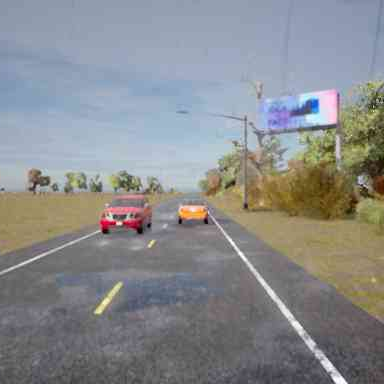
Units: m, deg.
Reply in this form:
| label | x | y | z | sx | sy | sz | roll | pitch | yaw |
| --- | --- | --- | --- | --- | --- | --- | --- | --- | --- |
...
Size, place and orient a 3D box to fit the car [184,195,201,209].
| label | x | y | z | sx | sy | sz | roll | pitch | yaw |
| --- | --- | --- | --- | --- | --- | --- | --- | --- | --- |
| car | 0.105 | 1.263 | 43.343 | 2.097 | 1.767 | 4.553 | 0 | 0 | 0 |

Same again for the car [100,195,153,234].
| label | x | y | z | sx | sy | sz | roll | pitch | yaw |
| --- | --- | --- | --- | --- | --- | --- | --- | --- | --- |
| car | -3.577 | 1.181 | 19.124 | 2.150 | 2.045 | 5.566 | 0 | 0 | 0 |

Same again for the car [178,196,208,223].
| label | x | y | z | sx | sy | sz | roll | pitch | yaw |
| --- | --- | --- | --- | --- | --- | --- | --- | --- | --- |
| car | 0.093 | 1.299 | 25.198 | 2.097 | 1.767 | 4.553 | 0 | 0 | 0 |
